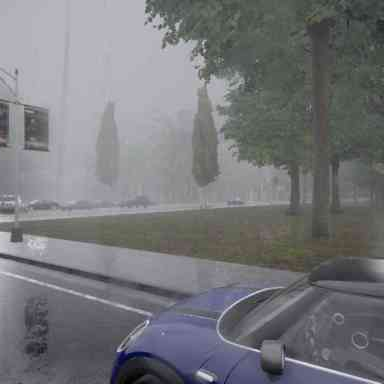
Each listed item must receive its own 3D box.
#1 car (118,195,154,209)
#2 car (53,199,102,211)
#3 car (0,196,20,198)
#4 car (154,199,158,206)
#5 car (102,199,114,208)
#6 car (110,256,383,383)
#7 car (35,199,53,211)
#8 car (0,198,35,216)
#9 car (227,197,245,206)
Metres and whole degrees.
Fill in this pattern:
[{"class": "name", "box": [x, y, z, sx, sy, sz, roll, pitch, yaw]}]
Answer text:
[{"class": "car", "box": [-9.075, 1.515, 52.606, 2.150, 2.045, 5.566, 0, 0, 36]}, {"class": "car", "box": [-15.067, 1.778, 44.055, 2.033, 1.411, 5.357, 0, 0, 35]}, {"class": "car", "box": [-21.033, 1.399, 35.541, 2.150, 2.045, 5.566, 0, 0, 34]}, {"class": "car", "box": [-8.090, 1.836, 59.626, 2.128, 1.511, 4.902, 0, 0, 36]}, {"class": "car", "box": [-14.040, 1.837, 51.185, 1.994, 1.385, 4.181, 0, 0, 35]}, {"class": "car", "box": [1.436, 1.352, 2.665, 4.553, 1.767, 2.097, 0, 0, 36]}, {"class": "car", "box": [-19.724, 1.695, 43.067, 1.882, 1.535, 5.008, 0, 0, 35]}, {"class": "car", "box": [-18.824, 1.659, 32.972, 2.128, 1.511, 4.902, 0, 0, 37]}, {"class": "car", "box": [8.852, 1.818, 66.558, 2.097, 1.767, 4.553, 0, -1, 35]}]
